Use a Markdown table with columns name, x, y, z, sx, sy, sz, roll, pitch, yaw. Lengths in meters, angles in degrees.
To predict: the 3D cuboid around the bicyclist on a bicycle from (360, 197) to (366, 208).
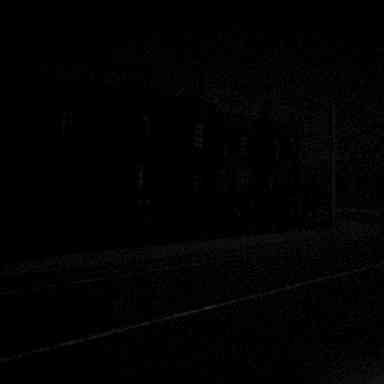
| name | x | y | z | sx | sy | sz | roll | pitch | yaw |
| --- | --- | --- | --- | --- | --- | --- | --- | --- | --- |
| bicyclist on a bicycle | 24.934 | 1.483 | 48.388 | 1.656 | 1.620 | 0.582 | 0 | 0 | -35 |
